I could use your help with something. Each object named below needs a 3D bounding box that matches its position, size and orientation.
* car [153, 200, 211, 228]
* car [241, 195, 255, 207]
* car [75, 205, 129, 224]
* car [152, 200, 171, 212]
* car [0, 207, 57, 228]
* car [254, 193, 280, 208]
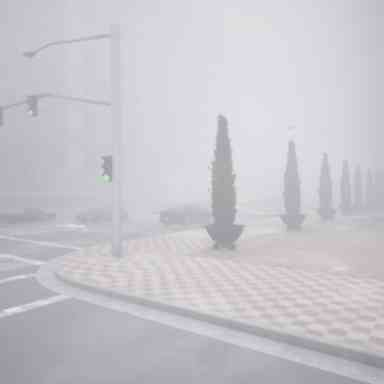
[{"bbox_3d":[-0.201,1.584,23.419,1.882,1.535,5.008,-1,0,36],"label":"car"},{"bbox_3d":[9.260,1.675,54.427,1.882,1.535,5.008,-1,0,36],"label":"car"},{"bbox_3d":[-6.989,1.724,26.147,1.994,1.385,4.181,-1,0,36],"label":"car"},{"bbox_3d":[-2.559,1.711,38.244,1.812,1.442,4.674,-1,0,36],"label":"car"},{"bbox_3d":[-12.590,1.788,24.420,1.895,1.301,4.718,-1,0,37],"label":"car"},{"bbox_3d":[12.123,1.510,52.415,2.097,1.767,4.553,-1,0,36],"label":"car"}]
